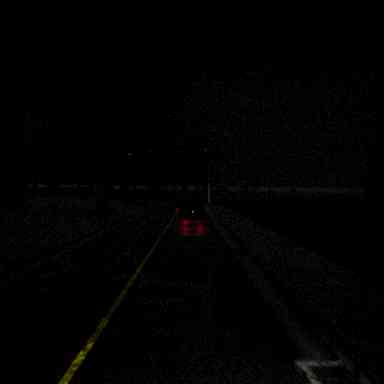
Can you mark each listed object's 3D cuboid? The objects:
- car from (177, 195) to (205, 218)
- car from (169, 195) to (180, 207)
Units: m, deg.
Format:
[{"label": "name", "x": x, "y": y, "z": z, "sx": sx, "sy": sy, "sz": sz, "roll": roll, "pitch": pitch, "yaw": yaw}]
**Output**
[{"label": "car", "x": 0.061, "y": 1.312, "z": 28.259, "sx": 2.128, "sy": 1.511, "sz": 4.902, "roll": 0, "pitch": 0, "yaw": 0}, {"label": "car", "x": -1.816, "y": 1.153, "z": 44.615, "sx": 1.882, "sy": 1.535, "sz": 5.008, "roll": 0, "pitch": 1, "yaw": -15}]
